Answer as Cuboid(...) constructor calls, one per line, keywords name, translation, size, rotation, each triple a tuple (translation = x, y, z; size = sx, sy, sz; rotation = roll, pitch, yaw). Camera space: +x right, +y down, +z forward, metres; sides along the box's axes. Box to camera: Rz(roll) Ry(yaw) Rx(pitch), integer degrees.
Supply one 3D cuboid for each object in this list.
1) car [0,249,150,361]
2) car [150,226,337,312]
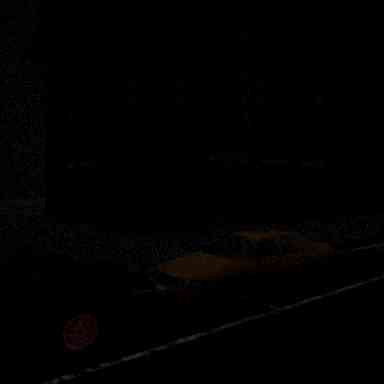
Cuboid(name="car", translation=(-3.052, 1.545, 4.474), size=(4.507, 1.381, 1.887), rotation=(0, 0, -35))
Cuboid(name="car", translation=(1.374, 1.492, 7.624), size=(4.829, 1.417, 1.752), rotation=(0, 0, -35))
